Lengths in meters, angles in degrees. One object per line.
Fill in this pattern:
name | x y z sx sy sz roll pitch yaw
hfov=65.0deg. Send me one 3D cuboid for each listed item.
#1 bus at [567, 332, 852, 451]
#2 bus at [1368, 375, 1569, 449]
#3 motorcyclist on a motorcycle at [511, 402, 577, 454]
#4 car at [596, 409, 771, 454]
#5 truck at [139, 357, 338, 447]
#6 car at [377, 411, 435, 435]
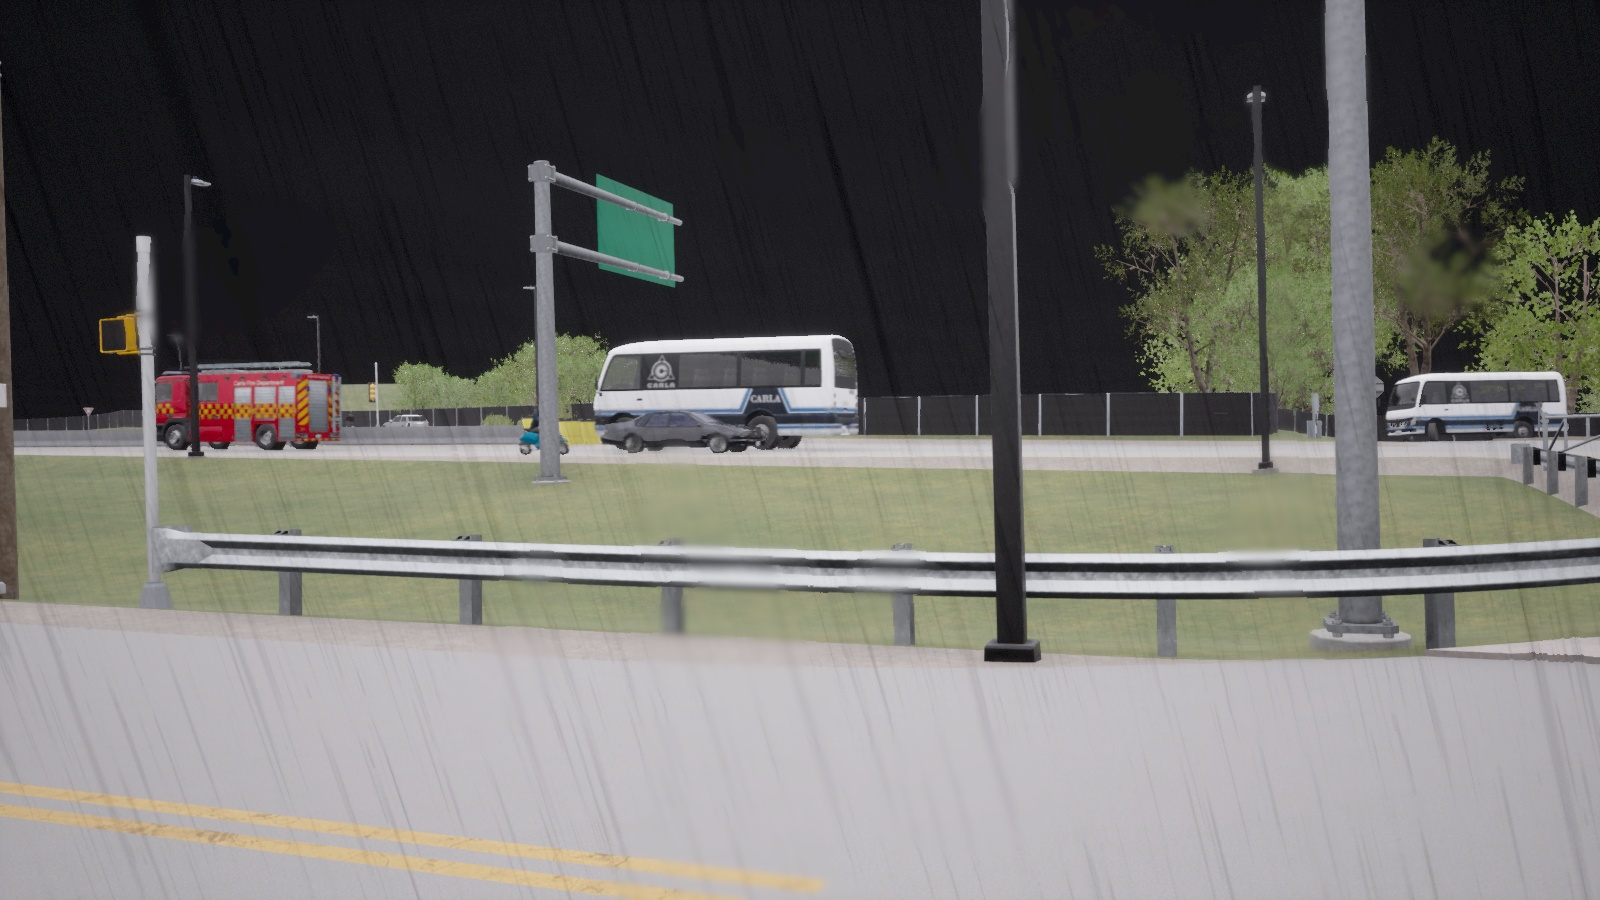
bus | -3.484 -2.158 48.505 10.273 4.253 3.944 0 1 19
bus | 40.823 -2.283 76.936 10.273 4.253 3.944 -1 -2 -5
motorcyclist on a motorcycle | -7.951 -0.688 38.961 1.817 1.590 0.866 0 1 19
car | -3.829 -0.624 41.222 5.357 1.411 2.033 0 1 19
truck | -25.090 -2.083 56.105 8.468 3.827 2.891 0 1 19
car | -24.932 -1.708 79.461 1.970 1.475 3.806 -2 2 -44
